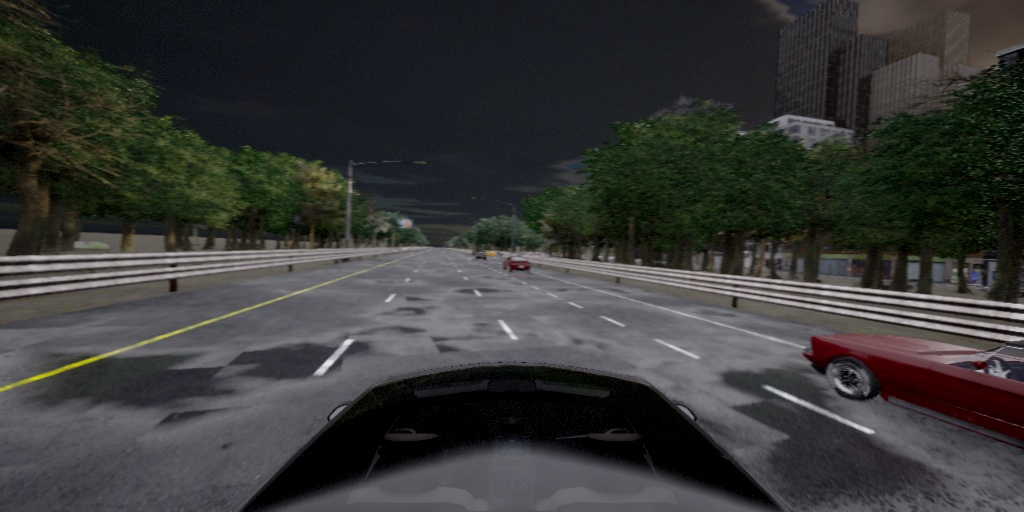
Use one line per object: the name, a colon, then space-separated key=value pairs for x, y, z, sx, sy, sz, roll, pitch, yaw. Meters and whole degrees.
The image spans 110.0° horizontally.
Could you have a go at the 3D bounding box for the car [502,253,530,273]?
car: x=0.347 y=0.713 z=33.427 sx=1.882 sy=1.535 sz=5.008 roll=3 pitch=1 yaw=-12

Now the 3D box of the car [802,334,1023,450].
car: x=6.278 y=1.613 z=4.098 sx=1.895 sy=1.301 sz=4.718 roll=3 pitch=1 yaw=-11

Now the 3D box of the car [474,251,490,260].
car: x=-5.489 y=-0.035 z=62.850 sx=1.837 sy=1.490 sz=4.892 roll=2 pitch=1 yaw=-9
